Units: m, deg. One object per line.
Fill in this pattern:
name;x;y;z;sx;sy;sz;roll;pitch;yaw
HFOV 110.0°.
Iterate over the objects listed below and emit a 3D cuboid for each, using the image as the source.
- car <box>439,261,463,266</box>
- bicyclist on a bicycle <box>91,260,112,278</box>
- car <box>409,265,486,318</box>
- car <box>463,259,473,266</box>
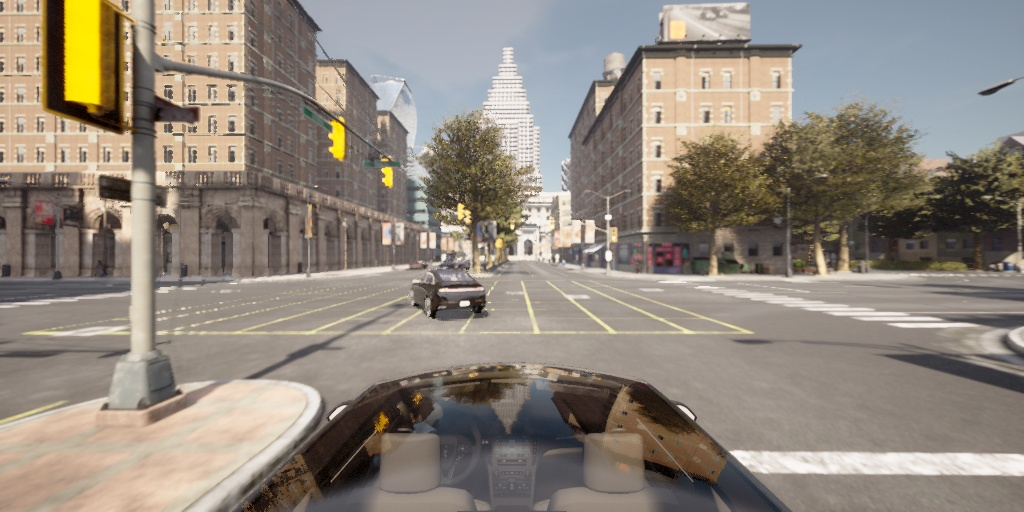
car;-7.641;1.312;43.378;2.128;1.511;4.902;0;0;1
bicyclist on a bicycle;-36.975;1.198;32.297;0.582;1.620;1.656;0;0;0
car;-2.518;1.262;13.262;2.128;1.511;4.902;0;0;-26
car;-7.483;1.395;53.151;1.994;1.385;4.181;0;0;1
